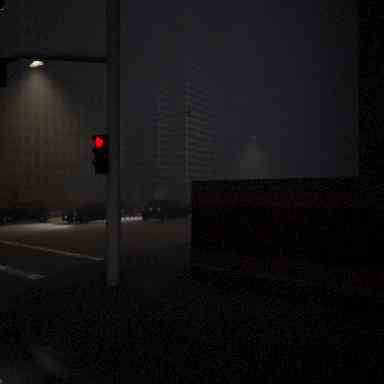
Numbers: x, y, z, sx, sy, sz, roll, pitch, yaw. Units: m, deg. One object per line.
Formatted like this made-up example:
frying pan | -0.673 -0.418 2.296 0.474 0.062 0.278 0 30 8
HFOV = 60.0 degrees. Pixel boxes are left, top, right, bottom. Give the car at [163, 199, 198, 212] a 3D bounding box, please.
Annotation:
car | -1.301 1.564 39.451 1.994 1.385 4.181 0 0 36

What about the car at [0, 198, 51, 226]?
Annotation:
car | -12.638 1.352 23.772 2.097 1.767 4.553 0 0 36

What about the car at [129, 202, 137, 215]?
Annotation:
car | -7.099 1.547 31.458 2.033 1.411 5.357 0 0 36

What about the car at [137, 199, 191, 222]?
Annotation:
car | -1.826 1.352 26.454 2.097 1.767 4.553 0 0 36

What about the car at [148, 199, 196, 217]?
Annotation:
car | -1.877 1.491 32.698 2.128 1.511 4.902 0 0 36

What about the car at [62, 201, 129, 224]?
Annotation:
car | -7.377 1.505 25.101 1.837 1.490 4.892 0 0 36
